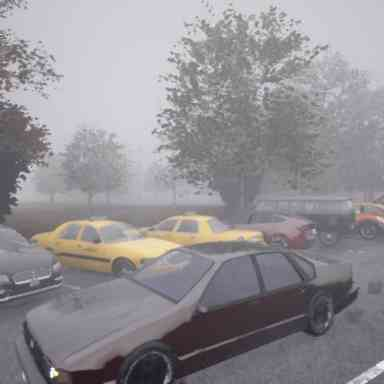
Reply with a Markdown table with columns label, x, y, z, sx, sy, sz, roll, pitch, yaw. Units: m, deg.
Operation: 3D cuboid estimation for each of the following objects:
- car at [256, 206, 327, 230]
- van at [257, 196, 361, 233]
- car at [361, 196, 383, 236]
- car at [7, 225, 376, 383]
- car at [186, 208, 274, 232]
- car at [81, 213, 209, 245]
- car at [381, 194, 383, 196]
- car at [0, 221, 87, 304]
| label | x | y | z | sx | sy | sz | roll | pitch | yaw |
| --- | --- | --- | --- | --- | --- | --- | --- | --- | --- |
| car | 2.293 | 1.441 | 12.780 | 4.792 | 1.488 | 2.163 | -1 | 0 | 35 |
| van | 4.642 | 1.160 | 14.527 | 4.442 | 1.987 | 1.878 | -1 | 0 | 35 |
| car | 7.142 | 1.231 | 16.186 | 4.553 | 1.767 | 2.185 | -1 | -1 | 35 |
| car | 0.399 | 1.523 | 5.052 | 5.357 | 1.411 | 2.033 | 0 | 0 | -35 |
| car | -0.262 | 1.436 | 11.171 | 5.366 | 1.575 | 1.946 | -1 | 0 | 35 |
| car | -2.386 | 1.455 | 9.252 | 5.366 | 1.575 | 1.946 | -1 | -1 | 35 |
| car | 11.985 | 1.044 | 19.586 | 5.566 | 2.045 | 2.435 | -1 | 0 | 35 |
| car | -4.969 | 1.483 | 7.645 | 4.892 | 1.521 | 2.231 | -1 | -1 | 34 |
